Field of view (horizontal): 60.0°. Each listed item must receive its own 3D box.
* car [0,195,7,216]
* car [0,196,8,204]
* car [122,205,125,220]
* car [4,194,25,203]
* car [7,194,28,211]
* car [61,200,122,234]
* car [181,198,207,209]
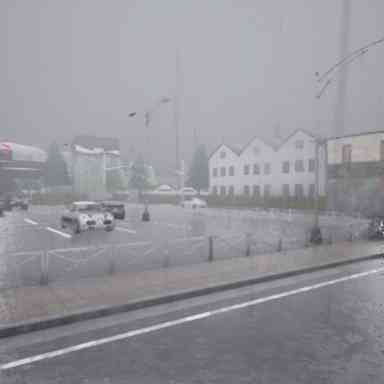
[{"bbox_3d":[-18.151,1.138,29.673,1.932,1.855,4.605,1,0,-36],"label":"car"},{"bbox_3d":[-39.328,1.562,65.993,4.611,1.667,2.242,1,0,-36],"label":"car"},{"bbox_3d":[-6.691,1.411,25.546,2.007,1.523,4.514,1,0,-36],"label":"car"},{"bbox_3d":[-39.079,1.440,73.122,3.866,1.878,1.905,1,0,-36],"label":"car"},{"bbox_3d":[-20.040,1.152,37.988,1.905,1.878,3.866,1,0,-36],"label":"car"},{"bbox_3d":[-5.583,1.306,17.680,1.970,1.475,3.806,1,0,-36],"label":"car"},{"bbox_3d":[0.267,1.646,48.627,1.812,1.442,4.674,1,0,-35],"label":"car"}]
